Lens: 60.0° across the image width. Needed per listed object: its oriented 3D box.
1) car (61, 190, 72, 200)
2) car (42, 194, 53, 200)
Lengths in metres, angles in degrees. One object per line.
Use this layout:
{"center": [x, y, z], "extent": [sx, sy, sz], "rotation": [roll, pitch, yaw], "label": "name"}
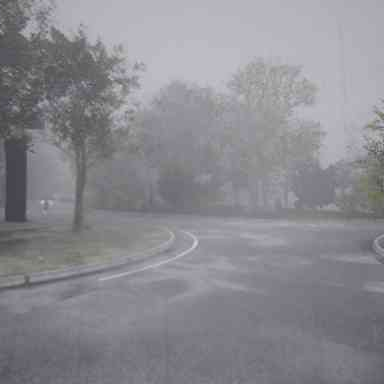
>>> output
{"center": [-27.304, 0.633, 72.363], "extent": [2.150, 2.045, 5.566], "rotation": [1, 0, -20], "label": "car"}
{"center": [-29.282, 1.011, 67.573], "extent": [1.895, 1.301, 4.718], "rotation": [1, 0, -20], "label": "car"}
